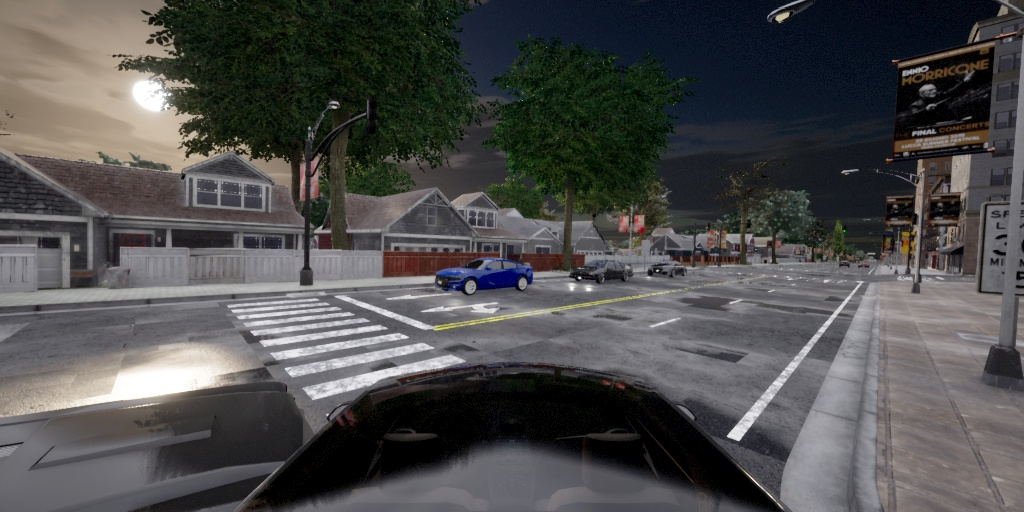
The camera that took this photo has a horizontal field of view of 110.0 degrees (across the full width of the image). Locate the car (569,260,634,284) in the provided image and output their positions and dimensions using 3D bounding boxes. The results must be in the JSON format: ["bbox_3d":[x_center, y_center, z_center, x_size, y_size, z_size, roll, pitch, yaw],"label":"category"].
[{"bbox_3d":[5.986,0.944,23.378,5.357,1.411,2.033,0,2,-44],"label":"car"}]

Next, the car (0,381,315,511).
[{"bbox_3d":[-3.308,1.294,1.244,4.718,1.301,1.895,1,2,-34],"label":"car"}]

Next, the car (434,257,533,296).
[{"bbox_3d":[-1.159,0.825,16.437,5.008,1.535,1.882,0,2,-44],"label":"car"}]

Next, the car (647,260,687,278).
[{"bbox_3d":[13.163,1.014,30.321,4.181,1.385,1.994,0,2,-45],"label":"car"}]
